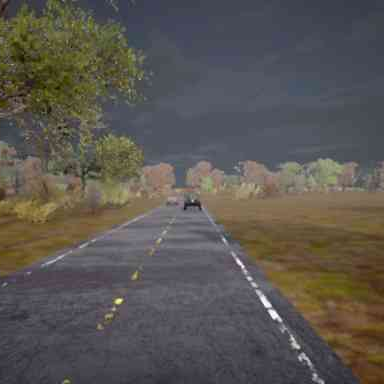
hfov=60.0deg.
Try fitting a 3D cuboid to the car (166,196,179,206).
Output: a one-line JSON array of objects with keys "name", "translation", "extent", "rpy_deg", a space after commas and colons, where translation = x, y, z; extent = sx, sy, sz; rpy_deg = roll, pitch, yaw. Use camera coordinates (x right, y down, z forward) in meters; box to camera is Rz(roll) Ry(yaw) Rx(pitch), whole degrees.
[{"name": "car", "translation": [-3.082, 1.385, 52.639], "extent": [1.882, 1.535, 5.008], "rpy_deg": [0, 0, 0]}]

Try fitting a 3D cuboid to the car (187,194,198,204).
[{"name": "car", "translation": [0.071, 1.232, 63.435], "extent": [2.097, 1.767, 4.553], "rpy_deg": [0, 0, 0]}]

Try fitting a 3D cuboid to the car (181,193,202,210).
[{"name": "car", "translation": [0.083, 1.152, 42.017], "extent": [2.150, 2.045, 5.566], "rpy_deg": [0, 0, 0]}]
